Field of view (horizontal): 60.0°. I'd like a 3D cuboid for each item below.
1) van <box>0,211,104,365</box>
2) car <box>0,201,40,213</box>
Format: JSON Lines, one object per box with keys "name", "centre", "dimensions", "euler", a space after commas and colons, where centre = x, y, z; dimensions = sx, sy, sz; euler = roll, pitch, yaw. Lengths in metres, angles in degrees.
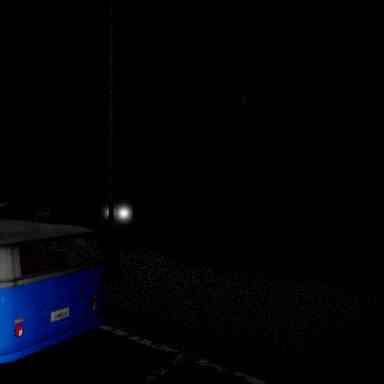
{"name": "van", "centre": [-3.203, 1.341, 5.361], "dimensions": [3.998, 1.788, 1.690], "euler": [0, 0, 36]}
{"name": "car", "centre": [-15.416, 1.517, 28.506], "dimensions": [1.812, 1.442, 4.674], "euler": [0, 0, 32]}
